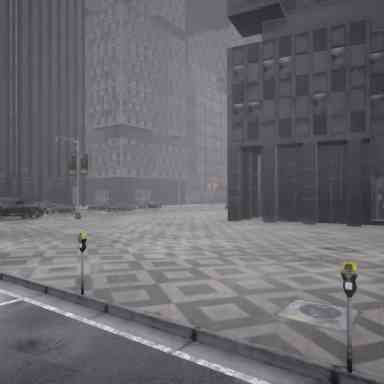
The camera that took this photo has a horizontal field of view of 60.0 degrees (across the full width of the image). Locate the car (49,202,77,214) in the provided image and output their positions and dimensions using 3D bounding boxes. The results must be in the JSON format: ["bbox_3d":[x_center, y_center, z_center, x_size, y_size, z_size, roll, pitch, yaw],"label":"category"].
[{"bbox_3d":[-16.654,2.059,41.796,1.994,1.385,4.181,0,-1,35],"label":"car"}]

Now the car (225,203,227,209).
[{"bbox_3d":[8.264,2.469,65.004,2.097,1.767,4.553,0,-1,35],"label":"car"}]

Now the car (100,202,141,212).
[{"bbox_3d":[-10.685,2.237,50.089,2.033,1.411,5.357,0,-1,36],"label":"car"}]

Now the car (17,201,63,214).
[{"bbox_3d":[-19.639,1.983,43.193,2.128,1.511,4.902,0,-1,36],"label":"car"}]

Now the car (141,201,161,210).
[{"bbox_3d":[-7.714,2.357,59.720,1.882,1.535,5.008,0,-1,36],"label":"car"}]

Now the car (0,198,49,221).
[{"bbox_3d":[-16.535,1.530,30.463,2.150,2.045,5.566,0,-1,36],"label":"car"}]

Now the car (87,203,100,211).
[{"bbox_3d":[-13.768,2.283,51.365,1.895,1.301,4.718,0,-1,36],"label":"car"}]
